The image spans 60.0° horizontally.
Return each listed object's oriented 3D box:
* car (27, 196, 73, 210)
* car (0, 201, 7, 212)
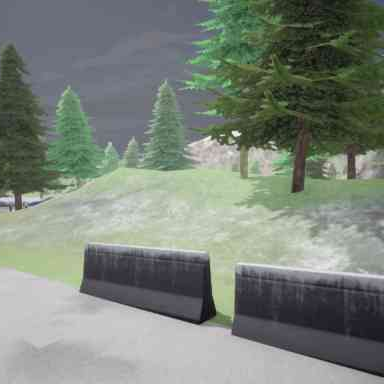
[{"bbox_3d":[-18.462,1.374,42.803,5.008,1.535,1.882,0,0,-42],"label":"car"},{"bbox_3d":[-21.870,1.398,34.400,2.128,1.511,4.902,0,0,42],"label":"car"}]
